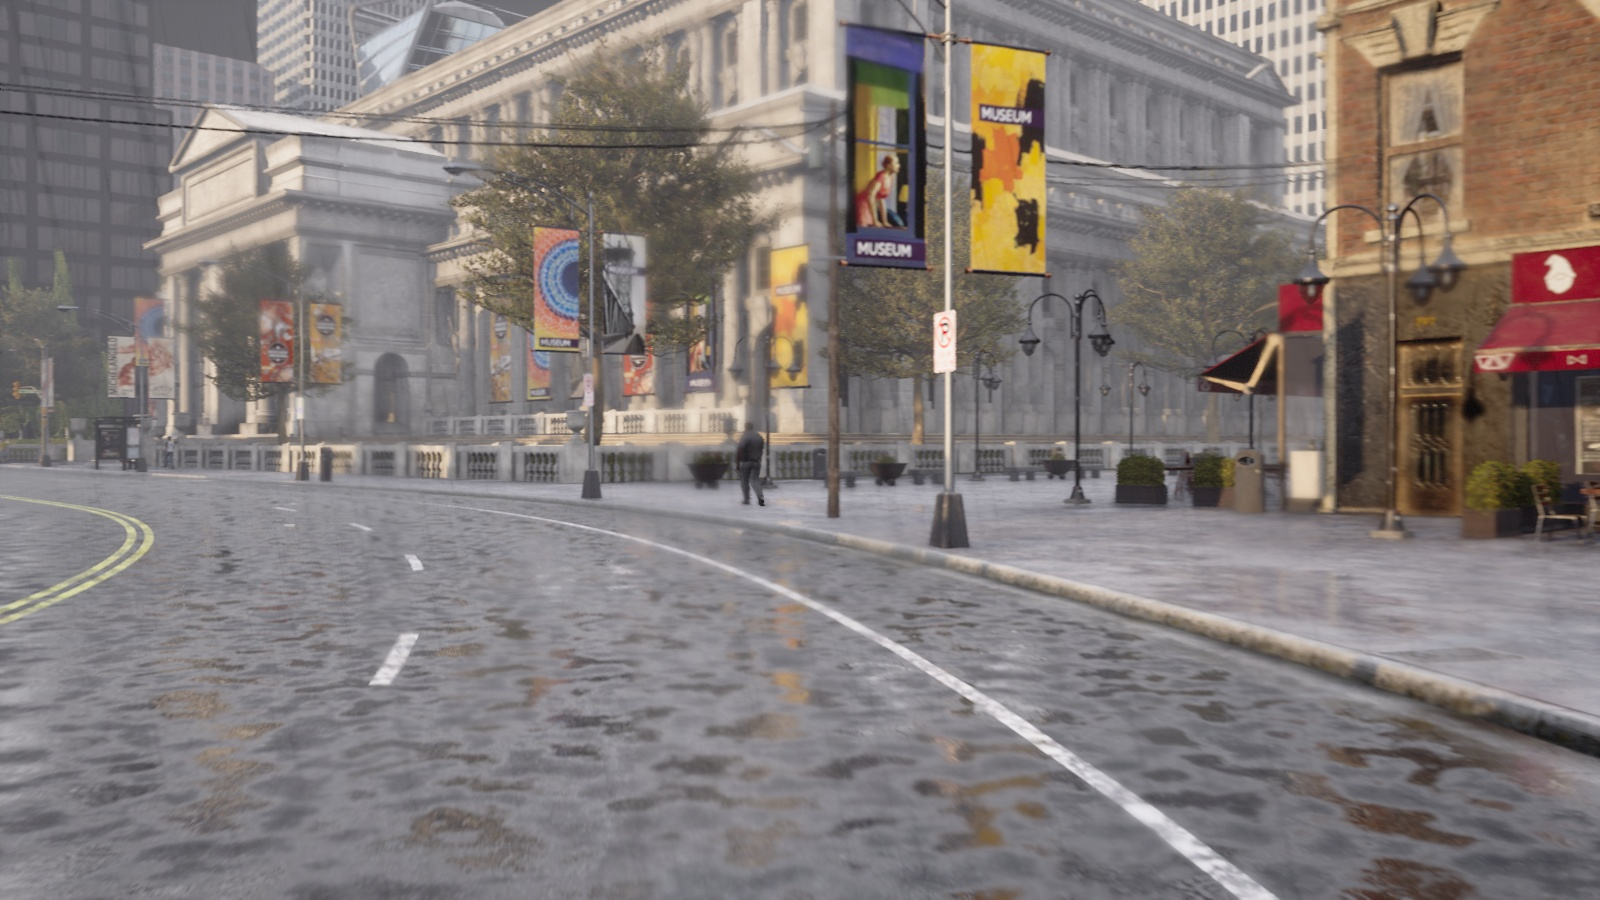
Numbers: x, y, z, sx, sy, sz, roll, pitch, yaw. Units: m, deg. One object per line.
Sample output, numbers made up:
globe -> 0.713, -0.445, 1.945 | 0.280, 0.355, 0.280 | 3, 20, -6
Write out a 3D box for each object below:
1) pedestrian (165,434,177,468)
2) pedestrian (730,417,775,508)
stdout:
pedestrian -> -34.004, 0.030, 67.887 | 0.706, 1.836, 0.354 | 0, 0, 38
pedestrian -> -0.999, 0.255, 26.363 | 0.563, 1.883, 0.849 | 0, 0, -35
